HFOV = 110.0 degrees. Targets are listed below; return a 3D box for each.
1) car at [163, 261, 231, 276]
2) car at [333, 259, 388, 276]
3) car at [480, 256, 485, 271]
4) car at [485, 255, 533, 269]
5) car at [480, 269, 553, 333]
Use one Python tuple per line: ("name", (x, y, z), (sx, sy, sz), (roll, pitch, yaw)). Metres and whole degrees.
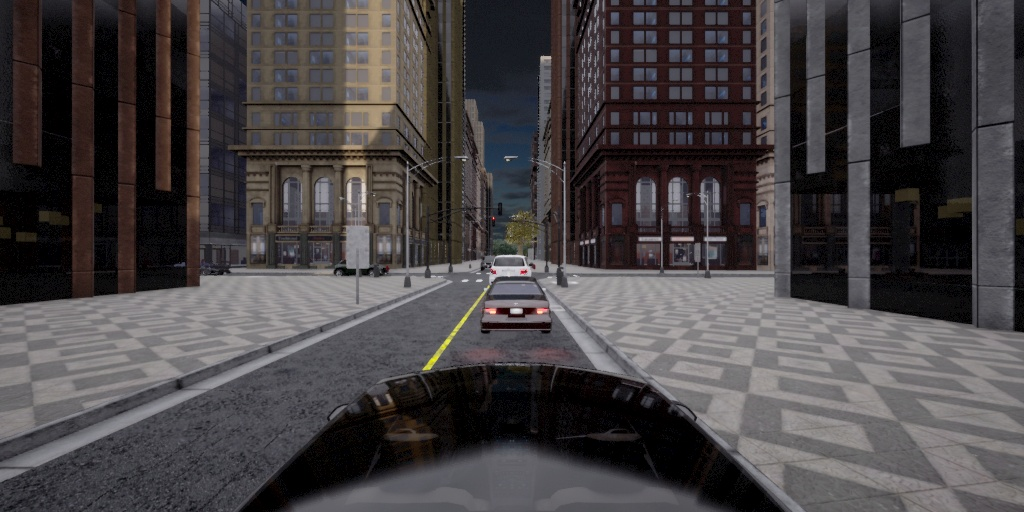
("car", (-29.370, 1.206, 33.370), (5.357, 1.411, 2.033), (0, 0, 0))
("car", (-13.986, 1.053, 33.370), (4.553, 1.767, 2.097), (0, 0, 0))
("car", (-3.124, 0.970, 49.514), (2.150, 2.045, 5.566), (0, 0, -1))
("car", (0.019, 0.971, 20.883), (2.150, 2.045, 5.566), (0, 0, 4))
("car", (0.092, 1.297, 10.638), (2.033, 1.411, 5.357), (0, 0, 0))
